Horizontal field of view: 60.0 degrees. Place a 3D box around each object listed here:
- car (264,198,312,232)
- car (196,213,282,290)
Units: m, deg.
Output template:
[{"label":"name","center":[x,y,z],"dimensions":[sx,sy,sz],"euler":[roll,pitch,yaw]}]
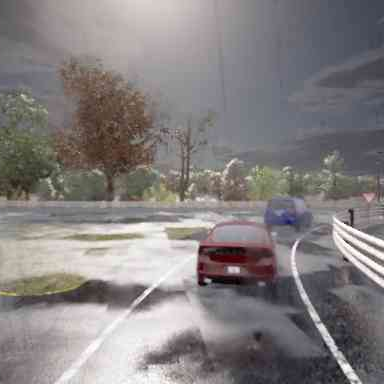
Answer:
[{"label":"car","center":[6.386,1.416,21.868],"dimensions":[2.150,2.045,5.566],"euler":[0,0,29]},{"label":"car","center":[1.383,1.553,9.465],"dimensions":[1.882,1.535,5.008],"euler":[0,-1,12]}]
